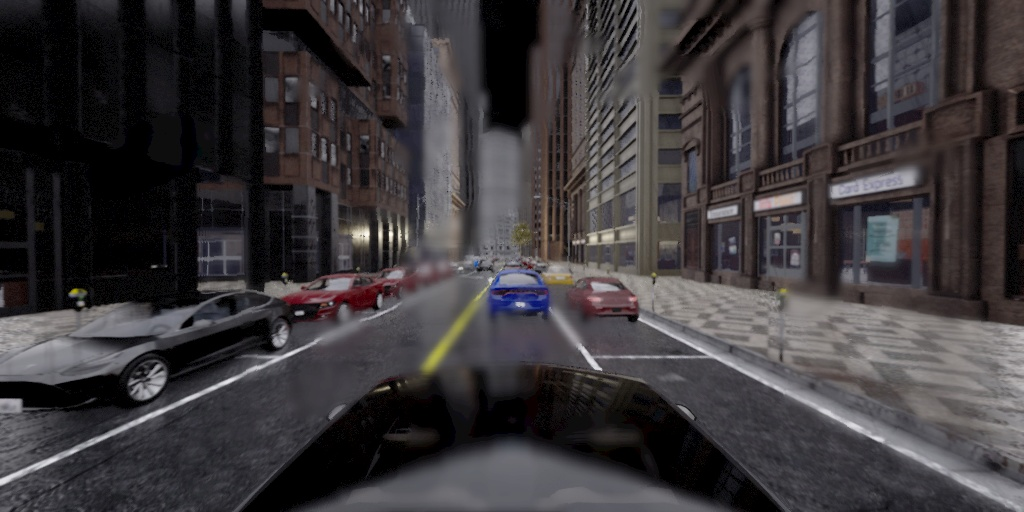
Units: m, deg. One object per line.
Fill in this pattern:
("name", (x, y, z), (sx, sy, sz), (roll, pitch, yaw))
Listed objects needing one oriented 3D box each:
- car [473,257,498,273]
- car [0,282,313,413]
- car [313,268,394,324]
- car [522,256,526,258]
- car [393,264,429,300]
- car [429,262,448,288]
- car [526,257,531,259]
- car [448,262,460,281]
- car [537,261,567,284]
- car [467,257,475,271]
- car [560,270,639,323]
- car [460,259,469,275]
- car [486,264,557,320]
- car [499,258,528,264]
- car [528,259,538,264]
("car", (-3.040, 1.168, 42.072), (1.837, 1.490, 4.892), (0, 0, 1))
("car", (-5.668, 1.308, 6.207), (1.948, 1.339, 4.313), (0, 0, 0))
("car", (-5.667, 1.277, 11.833), (1.888, 1.381, 4.507), (0, 0, 0))
("car", (2.866, 1.147, 62.459), (1.888, 1.381, 4.507), (0, 0, 0))
("car", (-5.667, 1.266, 17.458), (1.888, 1.381, 4.507), (0, 0, 0))
("car", (-5.666, 1.254, 23.083), (1.888, 1.381, 4.507), (0, 0, 0))
("car", (2.863, 1.197, 45.585), (1.888, 1.381, 4.507), (0, 0, 0))
("car", (-5.665, 1.241, 28.707), (1.888, 1.381, 4.507), (0, 0, 0))
("car", (2.860, 1.234, 23.257), (1.751, 1.417, 4.829), (0, 0, 0))
("car", (-5.662, 1.203, 45.581), (2.007, 1.370, 4.403), (0, 0, 0))
("car", (2.859, 1.314, 11.837), (1.802, 1.307, 4.207), (0, 0, 0))
("car", (-5.664, 1.233, 34.332), (2.007, 1.370, 4.403), (0, 0, 0))
("car", (0.182, 1.209, 12.550), (1.882, 1.535, 5.008), (0, 0, -2))
("car", (0.105, 1.178, 32.724), (2.128, 1.511, 4.902), (0, 0, 0))
("car", (2.862, 1.233, 34.336), (2.007, 1.370, 4.403), (0, 0, 0))
